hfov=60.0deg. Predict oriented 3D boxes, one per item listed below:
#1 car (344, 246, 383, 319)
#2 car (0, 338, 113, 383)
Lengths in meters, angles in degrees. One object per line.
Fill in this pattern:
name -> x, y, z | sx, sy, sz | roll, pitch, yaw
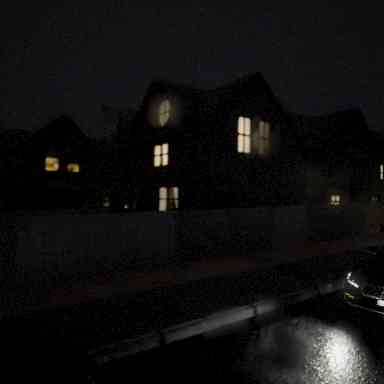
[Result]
car -> 5.029, 1.523, 6.782 | 4.892, 1.490, 1.837 | -1, 0, -36
car -> -2.305, 1.573, 1.428 | 4.181, 1.385, 1.994 | 0, 0, -34
